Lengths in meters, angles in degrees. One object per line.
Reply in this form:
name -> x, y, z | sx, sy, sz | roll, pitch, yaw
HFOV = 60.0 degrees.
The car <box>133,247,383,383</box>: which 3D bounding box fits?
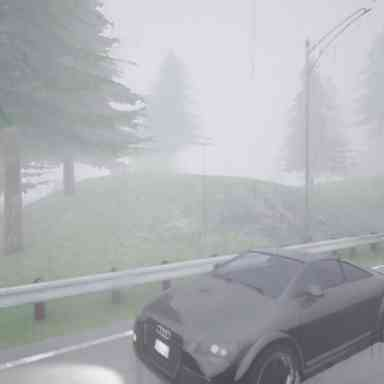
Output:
car -> 1.280, 1.571, 4.890 | 4.181, 1.385, 1.994 | 0, 0, -36
